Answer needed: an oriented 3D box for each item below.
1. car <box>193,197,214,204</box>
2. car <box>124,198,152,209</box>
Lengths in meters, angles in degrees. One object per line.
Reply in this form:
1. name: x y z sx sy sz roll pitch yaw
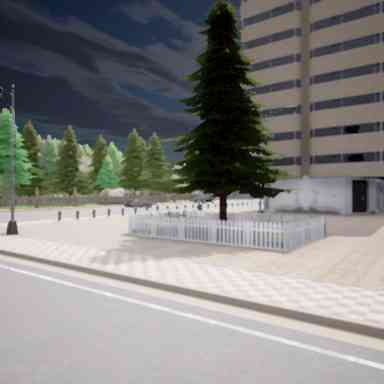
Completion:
1. car: 2.156 1.204 60.642 2.097 1.767 4.553 0 0 36
2. car: -7.639 1.607 47.079 1.994 1.385 4.181 0 0 36
